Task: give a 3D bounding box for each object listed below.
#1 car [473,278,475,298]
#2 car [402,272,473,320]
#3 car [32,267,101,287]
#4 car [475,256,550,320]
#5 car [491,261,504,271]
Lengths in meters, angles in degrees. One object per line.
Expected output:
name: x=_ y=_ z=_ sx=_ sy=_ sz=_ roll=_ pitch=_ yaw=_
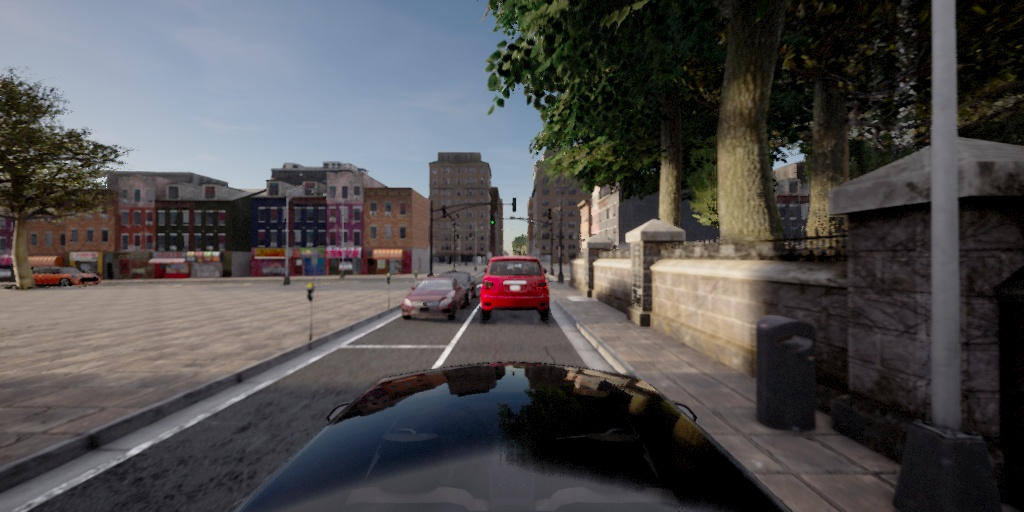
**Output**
car: x=-2.635 y=1.395 z=16.568 sx=1.948 sy=1.339 sz=4.313 roll=0 pitch=0 yaw=0
car: x=-2.636 y=1.392 z=12.906 sx=1.802 sy=1.307 sz=4.207 roll=0 pitch=0 yaw=0
car: x=-36.805 y=1.717 z=29.414 sx=4.553 sy=1.767 sz=2.097 roll=-1 pitch=0 yaw=0
car: x=0.116 y=1.032 z=13.082 sx=2.150 sy=2.045 sz=5.566 roll=0 pitch=0 yaw=0
car: x=-2.250 y=1.544 z=57.209 sx=1.837 sy=1.490 sz=4.892 roll=0 pitch=0 yaw=0
